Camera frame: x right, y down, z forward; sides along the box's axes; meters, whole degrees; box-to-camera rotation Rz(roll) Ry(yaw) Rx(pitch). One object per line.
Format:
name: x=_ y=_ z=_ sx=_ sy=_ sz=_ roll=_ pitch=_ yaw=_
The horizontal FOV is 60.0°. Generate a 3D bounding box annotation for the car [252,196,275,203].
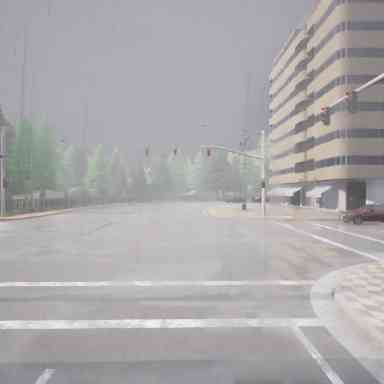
car: x=14.187 y=1.525 z=67.903 sx=4.674 sy=1.442 sz=1.812 roll=0 pitch=0 yaw=-34

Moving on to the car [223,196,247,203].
car: x=8.874 y=1.547 z=68.199 sx=5.357 sy=1.411 sz=2.033 roll=0 pitch=0 yaw=-38

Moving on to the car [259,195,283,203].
car: x=17.537 y=1.525 z=73.805 sx=4.902 sy=1.511 sz=2.128 roll=0 pitch=0 yaw=-23

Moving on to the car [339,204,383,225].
car: x=13.161 y=1.581 z=24.155 sx=4.674 sy=1.442 sz=1.812 roll=0 pitch=0 yaw=-1
